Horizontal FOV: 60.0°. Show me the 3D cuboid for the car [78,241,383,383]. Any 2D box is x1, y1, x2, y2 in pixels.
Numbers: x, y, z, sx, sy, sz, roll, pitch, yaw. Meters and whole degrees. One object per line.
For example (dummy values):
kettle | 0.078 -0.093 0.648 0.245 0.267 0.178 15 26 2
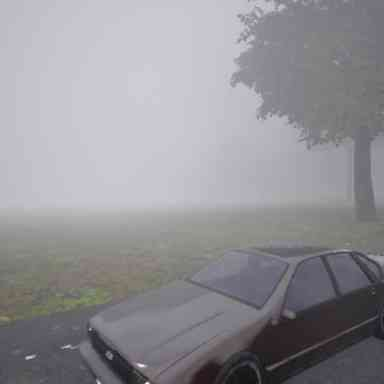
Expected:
car | 1.284 1.484 4.787 5.357 1.411 2.033 -1 1 -36
